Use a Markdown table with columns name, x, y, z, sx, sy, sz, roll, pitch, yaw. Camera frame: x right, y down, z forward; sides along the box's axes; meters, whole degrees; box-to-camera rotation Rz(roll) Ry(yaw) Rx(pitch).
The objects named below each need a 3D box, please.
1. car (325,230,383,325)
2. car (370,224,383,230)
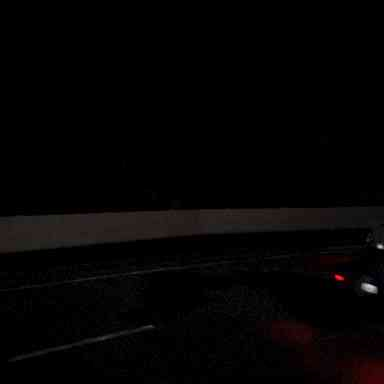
| name | x | y | z | sx | sy | sz | roll | pitch | yaw |
| --- | --- | --- | --- | --- | --- | --- | --- | --- | --- |
| car | 5.017 | 1.538 | 6.169 | 5.357 | 1.411 | 2.033 | 0 | 0 | -24 |
| car | 8.117 | 1.506 | 11.266 | 4.674 | 1.442 | 1.812 | 0 | 0 | -19 |
